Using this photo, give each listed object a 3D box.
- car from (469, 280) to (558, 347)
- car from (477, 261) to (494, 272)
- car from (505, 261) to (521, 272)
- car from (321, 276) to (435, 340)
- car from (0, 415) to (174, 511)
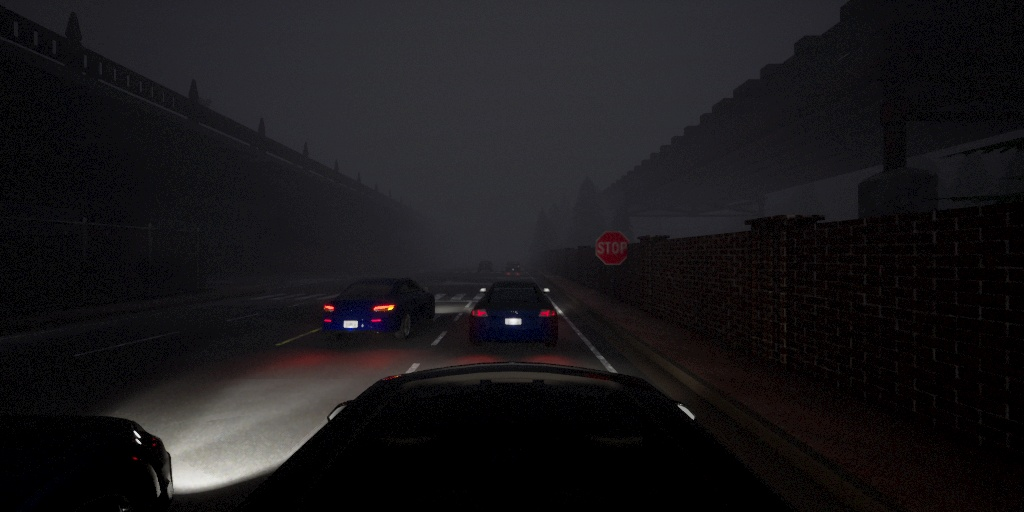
[{"bbox_3d":[0.069,1.314,9.357,1.994,1.385,4.181,0,0,1],"label":"car"},{"bbox_3d":[-3.393,1.297,46.000,2.033,1.411,5.357,0,0,-1],"label":"car"},{"bbox_3d":[0.102,1.351,46.168,1.895,1.301,4.718,0,0,-1],"label":"car"},{"bbox_3d":[-3.412,1.276,9.880,1.812,1.442,4.674,0,0,0],"label":"car"},{"bbox_3d":[-3.399,1.314,0.784,1.994,1.385,4.181,0,0,0],"label":"car"}]
